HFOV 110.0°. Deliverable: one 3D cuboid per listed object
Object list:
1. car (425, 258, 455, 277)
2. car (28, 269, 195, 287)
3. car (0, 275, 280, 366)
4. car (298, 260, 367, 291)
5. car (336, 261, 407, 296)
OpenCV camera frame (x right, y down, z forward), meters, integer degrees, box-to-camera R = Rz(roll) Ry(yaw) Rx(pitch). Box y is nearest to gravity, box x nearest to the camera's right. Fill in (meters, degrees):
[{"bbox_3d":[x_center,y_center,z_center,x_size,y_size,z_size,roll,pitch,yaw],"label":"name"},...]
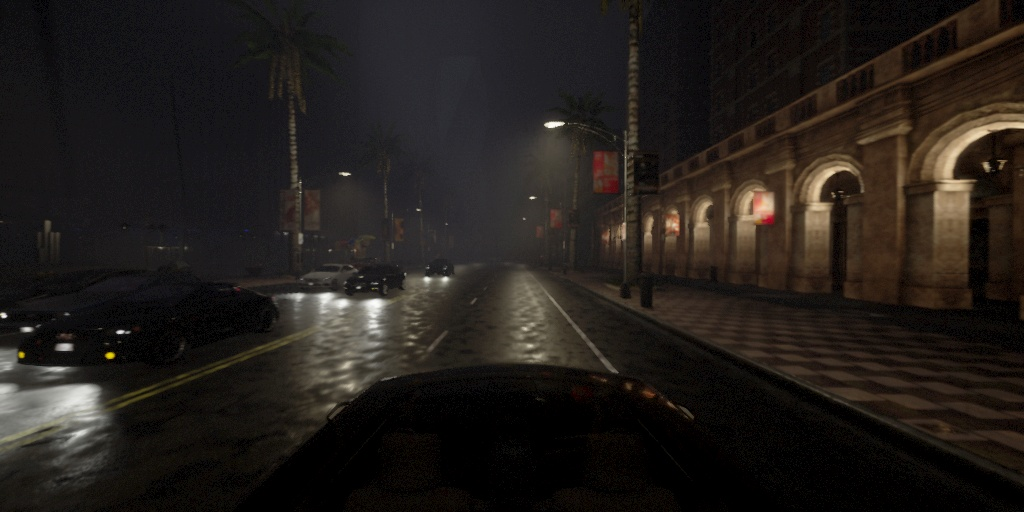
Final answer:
[{"bbox_3d":[-6.810,1.010,34.253,2.097,1.767,4.553,0,0,0],"label":"car"},{"bbox_3d":[-10.553,1.216,10.461,2.033,1.411,5.357,0,0,0],"label":"car"},{"bbox_3d":[-7.074,1.260,7.666,1.994,1.385,4.181,0,0,0],"label":"car"},{"bbox_3d":[-10.456,1.180,21.034,1.812,1.442,4.674,0,0,1],"label":"car"},{"bbox_3d":[-6.980,1.185,18.785,1.837,1.490,4.892,0,0,1],"label":"car"}]
